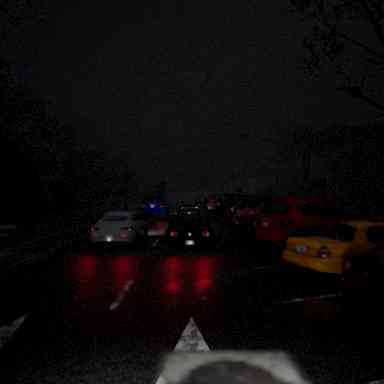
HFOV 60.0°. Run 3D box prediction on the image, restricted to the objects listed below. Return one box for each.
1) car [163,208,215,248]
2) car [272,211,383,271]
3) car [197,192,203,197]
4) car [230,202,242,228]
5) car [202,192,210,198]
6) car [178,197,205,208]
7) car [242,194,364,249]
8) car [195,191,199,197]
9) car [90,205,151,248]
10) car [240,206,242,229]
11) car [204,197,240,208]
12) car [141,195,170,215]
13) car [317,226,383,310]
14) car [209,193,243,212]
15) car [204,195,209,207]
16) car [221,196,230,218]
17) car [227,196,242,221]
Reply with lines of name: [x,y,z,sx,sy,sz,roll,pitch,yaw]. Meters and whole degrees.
car: [-0.097,1.607,14.711,1.895,1.301,4.718,0,0,-1]
car: [5.194,1.478,9.425,5.366,1.575,1.946,1,0,-21]
car: [4.497,1.440,66.394,5.566,2.045,2.435,1,0,-21]
car: [4.945,1.478,18.361,4.892,1.521,2.231,1,0,-21]
car: [4.682,1.309,42.352,5.566,2.045,2.435,1,0,-21]
car: [-0.243,1.507,29.689,2.128,1.511,4.902,0,0,-1]
car: [5.024,1.226,12.374,5.566,2.045,2.435,1,0,-21]
car: [4.358,1.424,75.374,5.566,2.045,2.435,1,1,-21]
car: [-3.096,1.524,14.652,1.812,1.442,4.674,0,0,-1]
car: [4.992,1.506,15.377,4.792,1.488,2.163,1,0,-21]
car: [4.608,1.626,51.370,5.008,1.535,2.097,1,-1,-21]
car: [-3.244,1.271,29.689,2.150,2.045,5.566,0,0,-1]
car: [5.037,1.520,6.356,4.674,1.452,2.002,1,0,-20]
car: [4.847,1.248,30.384,5.566,2.045,2.435,1,-1,-21]
car: [4.559,1.535,39.298,5.366,1.575,1.946,1,0,-21]
car: [4.850,1.357,24.356,4.553,1.767,2.185,1,0,-21]
car: [4.942,1.354,21.371,4.553,1.767,2.185,1,0,-21]
